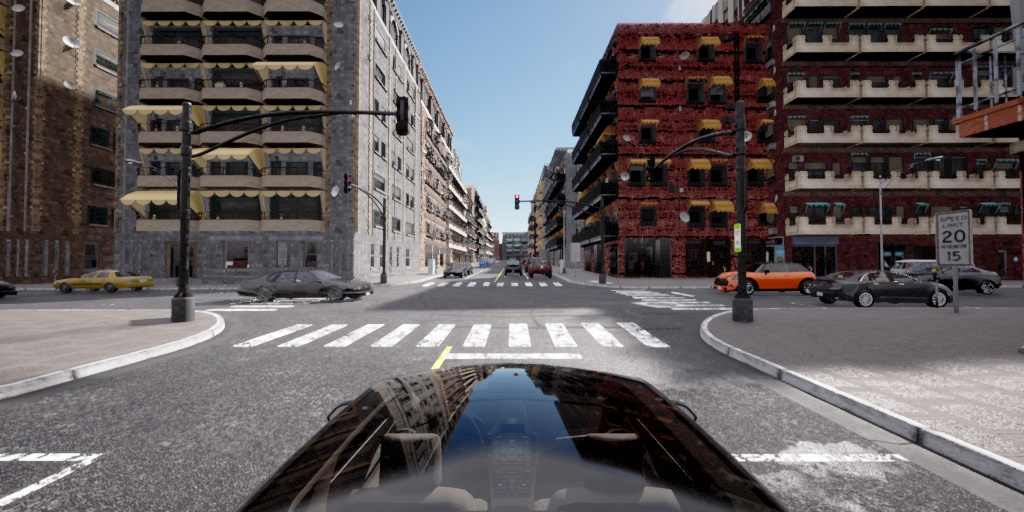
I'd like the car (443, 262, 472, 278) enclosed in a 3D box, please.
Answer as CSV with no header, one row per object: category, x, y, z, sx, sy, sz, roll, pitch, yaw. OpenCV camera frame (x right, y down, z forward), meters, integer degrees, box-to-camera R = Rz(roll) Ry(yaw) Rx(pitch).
car,-5.277,1.328,33.736,1.948,1.339,4.313,0,0,0

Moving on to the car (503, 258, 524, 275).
car,0.140,1.269,38.610,1.837,1.490,4.892,0,0,0

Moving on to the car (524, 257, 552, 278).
car,2.604,1.076,33.772,2.192,1.841,5.009,0,0,0

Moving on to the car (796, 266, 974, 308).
car,13.759,1.185,13.466,4.403,1.370,2.007,0,0,0

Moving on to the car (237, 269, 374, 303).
car,-9.104,1.299,16.028,5.357,1.411,2.033,0,-1,0

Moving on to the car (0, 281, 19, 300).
car,-25.861,1.350,16.089,5.357,1.411,2.033,0,-1,0

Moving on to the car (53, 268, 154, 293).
car,-24.420,1.436,21.481,4.829,1.417,1.751,0,0,0

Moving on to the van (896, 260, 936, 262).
van,24.926,1.115,21.305,3.998,1.789,1.690,0,0,0

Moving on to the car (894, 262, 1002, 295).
car,22.440,1.219,18.865,4.902,1.511,2.128,0,-1,0

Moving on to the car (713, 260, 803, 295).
car,13.224,1.102,18.929,4.553,1.767,2.097,0,-1,1
